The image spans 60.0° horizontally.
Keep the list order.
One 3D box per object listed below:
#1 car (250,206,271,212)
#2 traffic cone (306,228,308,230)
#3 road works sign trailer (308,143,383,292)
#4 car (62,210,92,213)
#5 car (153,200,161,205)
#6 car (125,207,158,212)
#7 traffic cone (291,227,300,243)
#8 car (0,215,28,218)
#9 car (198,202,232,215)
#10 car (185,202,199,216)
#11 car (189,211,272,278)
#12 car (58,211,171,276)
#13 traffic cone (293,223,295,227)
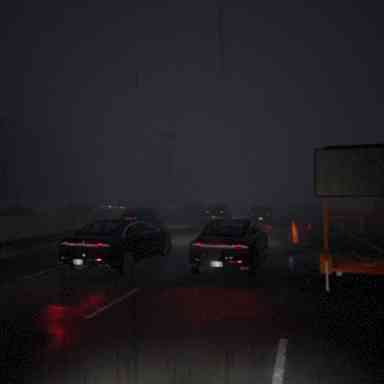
[{"bbox_3d":[6.110,1.900,29.559,1.895,1.301,4.718,0,-1,11],"label":"car"},{"bbox_3d":[7.584,2.159,21.492,0.340,0.580,0.340,0,-1,16],"label":"traffic cone"},{"bbox_3d":[4.511,0.543,8.866,2.380,3.560,2.880,0,-1,16],"label":"road works sign trailer"},{"bbox_3d":[-11.412,1.896,32.234,2.128,1.511,4.902,0,-1,11],"label":"car"},{"bbox_3d":[-7.843,2.422,72.197,1.895,1.301,4.718,0,-1,-2],"label":"car"},{"bbox_3d":[-3.012,1.747,21.046,1.837,1.490,4.892,0,-2,15],"label":"car"},{"bbox_3d":[4.990,2.110,15.990,0.340,0.580,0.340,0,-1,16],"label":"traffic cone"},{"bbox_3d":[-15.754,1.862,28.672,1.882,1.535,5.008,0,-1,12],"label":"car"},{"bbox_3d":[2.213,1.793,28.143,2.128,1.511,4.902,0,0,12],"label":"car"},{"bbox_3d":[0.458,1.892,37.902,1.882,1.535,5.008,0,-1,9],"label":"car"},{"bbox_3d":[1.340,1.605,10.646,2.128,1.511,4.902,0,-1,17],"label":"car"},{"bbox_3d":[-2.225,1.623,10.966,2.128,1.511,4.902,0,-1,18],"label":"car"},{"bbox_3d":[5.534,2.129,17.915,0.340,0.580,0.340,0,-1,16],"label":"traffic cone"}]
